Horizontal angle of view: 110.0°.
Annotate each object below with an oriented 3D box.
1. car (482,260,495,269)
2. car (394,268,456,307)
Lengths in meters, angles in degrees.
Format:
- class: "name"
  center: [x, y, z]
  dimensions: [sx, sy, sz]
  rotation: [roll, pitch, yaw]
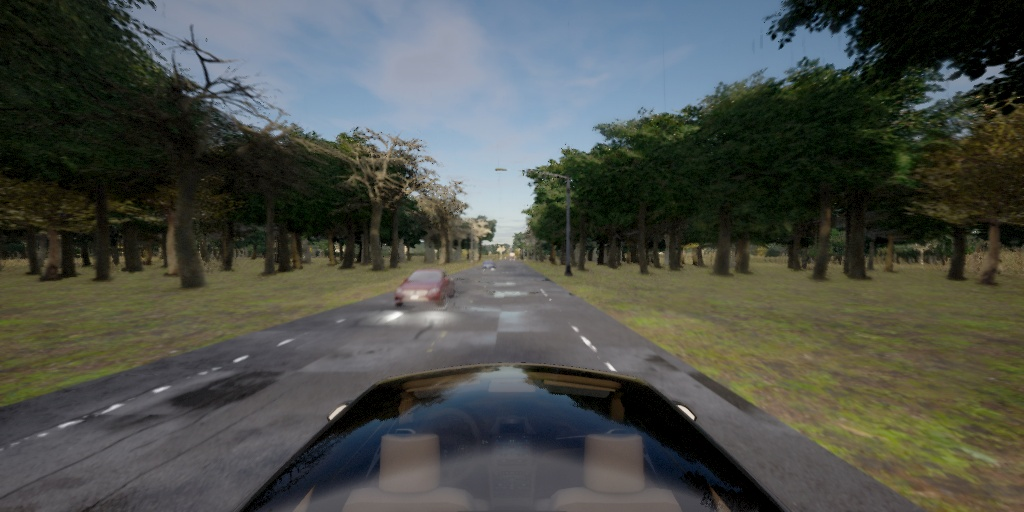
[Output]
- class: "car"
  center: [-3.554, 1.261, 55.379]
  dimensions: [2.033, 1.411, 5.357]
  rotation: [0, 0, 1]
- class: "car"
  center: [-3.589, 1.270, 15.553]
  dimensions: [1.812, 1.442, 4.674]
  rotation: [0, 0, 0]
